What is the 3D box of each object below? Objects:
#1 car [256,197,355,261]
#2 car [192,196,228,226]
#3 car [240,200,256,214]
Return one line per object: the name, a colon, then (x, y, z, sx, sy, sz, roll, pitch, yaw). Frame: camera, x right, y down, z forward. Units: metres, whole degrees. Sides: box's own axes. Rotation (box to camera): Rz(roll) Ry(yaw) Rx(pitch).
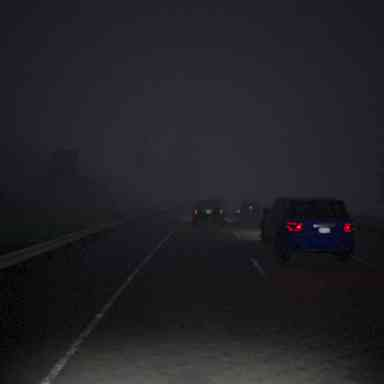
car: (3.966, 1.193, 12.301, 2.150, 2.045, 5.566, 0, 0, 3)
car: (1.208, 1.294, 22.862, 2.097, 1.767, 4.553, 0, 0, 5)
car: (5.906, 1.483, 33.998, 1.994, 1.385, 4.181, 0, 0, 7)
